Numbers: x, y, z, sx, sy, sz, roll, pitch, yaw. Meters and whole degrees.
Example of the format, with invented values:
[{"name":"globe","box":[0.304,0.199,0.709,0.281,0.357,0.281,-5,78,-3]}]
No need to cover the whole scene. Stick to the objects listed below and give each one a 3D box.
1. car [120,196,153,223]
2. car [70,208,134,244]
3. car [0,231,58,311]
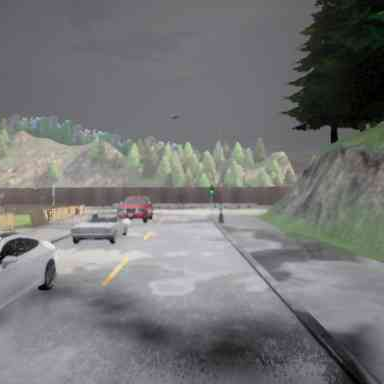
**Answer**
[{"name":"car","box":[-4.461,1.331,27.062,2.150,2.045,5.566,0,0,0]},{"name":"car","box":[-4.340,1.674,16.375,1.895,1.301,4.718,0,0,-1]},{"name":"car","box":[-4.188,1.565,6.534,1.812,1.442,4.674,0,0,-1]}]
